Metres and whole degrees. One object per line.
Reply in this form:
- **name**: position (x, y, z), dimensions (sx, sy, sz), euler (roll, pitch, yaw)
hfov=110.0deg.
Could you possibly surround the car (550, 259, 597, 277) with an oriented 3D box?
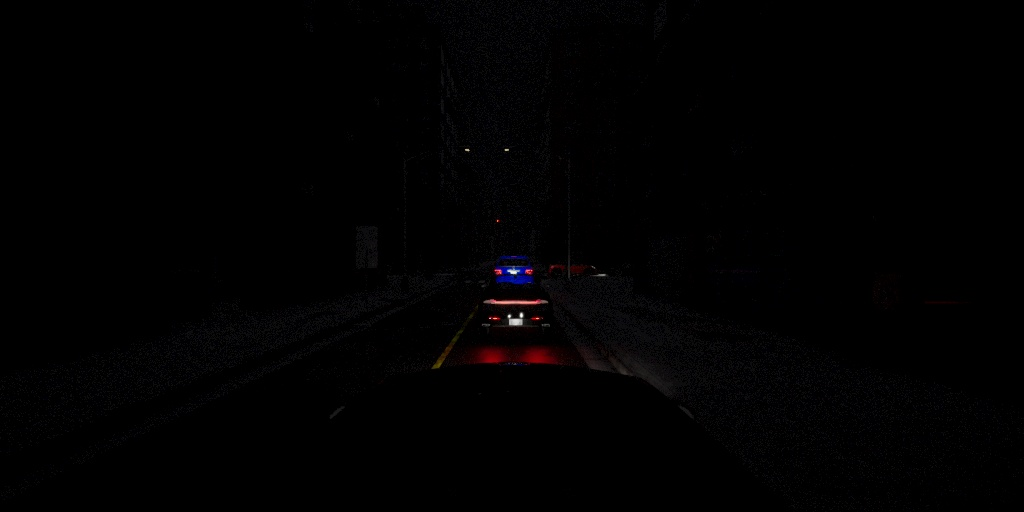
- **car**: position (5.880, 1.111, 34.724), dimensions (4.553, 1.767, 2.097), euler (0, 0, 0)

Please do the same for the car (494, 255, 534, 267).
- **car**: position (0.107, 0.971, 20.630), dimensions (2.150, 2.045, 5.566), euler (0, 0, 1)

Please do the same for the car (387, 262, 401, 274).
- **car**: position (-14.651, 1.289, 40.293), dimensions (4.313, 1.339, 1.948), euler (0, 0, 0)

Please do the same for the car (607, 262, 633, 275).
- **car**: position (12.166, 1.315, 37.648), dimensions (4.181, 1.385, 1.994), euler (0, 0, 0)

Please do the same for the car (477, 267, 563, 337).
- **car**: position (0.100, 1.241, 10.318), dimensions (2.128, 1.511, 4.902), euler (0, 0, 0)
